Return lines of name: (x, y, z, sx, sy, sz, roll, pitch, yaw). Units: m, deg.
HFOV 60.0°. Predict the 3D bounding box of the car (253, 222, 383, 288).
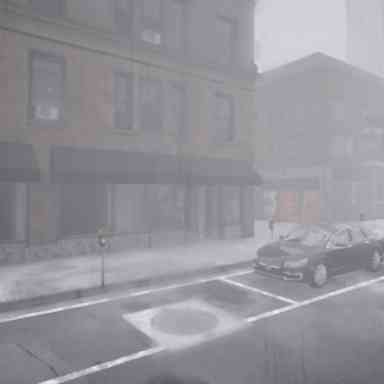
car: (3.578, 1.538, 9.083, 4.403, 1.369, 2.008, 0, 0, -35)
